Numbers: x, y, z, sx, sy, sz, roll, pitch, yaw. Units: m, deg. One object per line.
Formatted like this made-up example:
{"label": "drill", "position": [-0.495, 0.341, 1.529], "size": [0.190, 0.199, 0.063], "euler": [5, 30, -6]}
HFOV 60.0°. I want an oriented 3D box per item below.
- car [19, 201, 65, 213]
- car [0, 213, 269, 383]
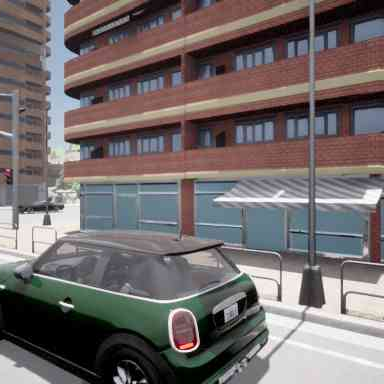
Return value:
{"label": "car", "position": [-16.291, 1.601, 35.728], "size": [1.895, 1.301, 4.718], "euler": [0, 0, 36]}
{"label": "car", "position": [-1.295, 1.352, 4.918], "size": [4.553, 1.767, 2.097], "euler": [0, 0, 36]}
